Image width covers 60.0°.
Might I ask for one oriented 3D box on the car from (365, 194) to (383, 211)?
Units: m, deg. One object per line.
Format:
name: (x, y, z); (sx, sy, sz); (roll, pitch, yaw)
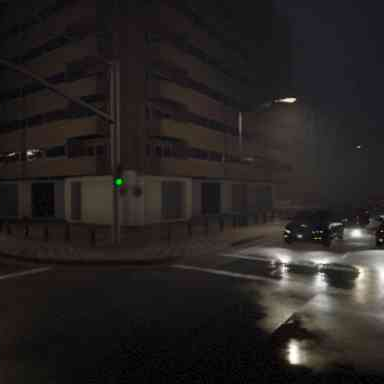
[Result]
car: (20.385, 1.294, 36.363); (2.150, 2.045, 5.566); (-1, 0, 35)

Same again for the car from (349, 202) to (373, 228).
car: (10.970, 1.635, 23.005); (1.994, 1.385, 4.181); (-1, 0, 35)

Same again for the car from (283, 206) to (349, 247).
car: (5.822, 1.575, 15.680); (1.837, 1.490, 4.892); (-1, 0, 35)

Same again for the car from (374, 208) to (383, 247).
car: (9.264, 1.602, 14.489); (1.994, 1.385, 4.181); (-1, 0, 35)
